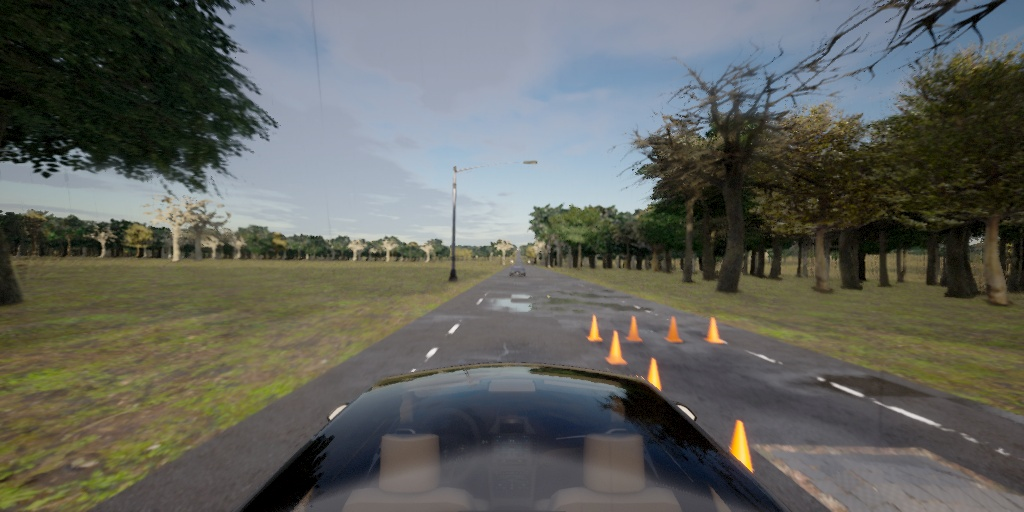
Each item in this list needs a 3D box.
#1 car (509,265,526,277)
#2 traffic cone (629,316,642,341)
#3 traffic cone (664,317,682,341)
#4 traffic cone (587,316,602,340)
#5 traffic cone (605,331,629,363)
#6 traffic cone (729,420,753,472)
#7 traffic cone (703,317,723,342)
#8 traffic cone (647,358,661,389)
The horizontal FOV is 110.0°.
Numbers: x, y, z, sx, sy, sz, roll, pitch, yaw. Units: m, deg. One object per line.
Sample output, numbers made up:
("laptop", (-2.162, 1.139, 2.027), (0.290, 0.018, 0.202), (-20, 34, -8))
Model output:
("car", (0.675, 1.836, 43.574), (1.994, 1.385, 4.181), (1, -1, 1))
("traffic cone", (3.094, 1.828, 9.127), (0.340, 0.580, 0.340), (0, 0, 1))
("traffic cone", (4.093, 1.841, 9.110), (0.340, 0.580, 0.340), (0, 0, 1))
("traffic cone", (2.095, 1.816, 9.144), (0.340, 0.580, 0.340), (0, 0, 1))
("traffic cone", (2.061, 1.793, 7.145), (0.340, 0.580, 0.340), (0, 0, 1))
("traffic cone", (1.993, 1.747, 3.145), (0.340, 0.580, 0.340), (0, 0, 1))
("traffic cone", (5.093, 1.853, 9.092), (0.340, 0.580, 0.340), (0, 0, 1))
("traffic cone", (2.027, 1.770, 5.145), (0.340, 0.580, 0.340), (0, 0, 1))
